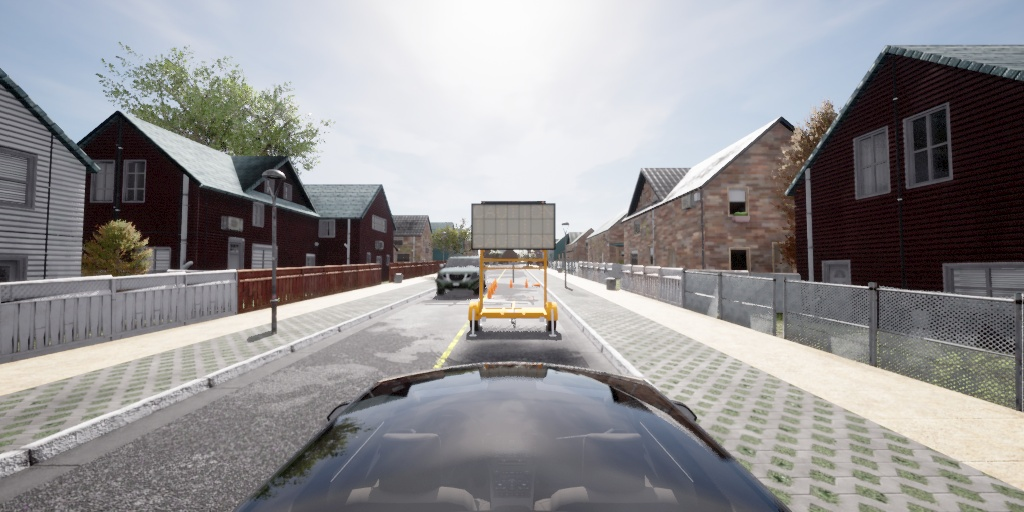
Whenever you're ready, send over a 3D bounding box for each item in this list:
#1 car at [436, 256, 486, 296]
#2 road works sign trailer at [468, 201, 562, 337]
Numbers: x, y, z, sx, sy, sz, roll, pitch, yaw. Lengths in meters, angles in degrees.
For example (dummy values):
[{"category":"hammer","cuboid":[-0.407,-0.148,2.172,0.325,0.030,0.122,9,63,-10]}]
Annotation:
[{"category":"car","cuboid":[-2.657,1.011,19.907,2.150,2.045,5.566,0,0,0]},{"category":"road works sign trailer","cuboid":[0.042,0.226,10.346,2.380,3.560,2.880,0,0,1]}]
